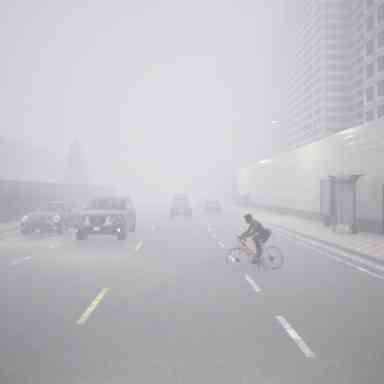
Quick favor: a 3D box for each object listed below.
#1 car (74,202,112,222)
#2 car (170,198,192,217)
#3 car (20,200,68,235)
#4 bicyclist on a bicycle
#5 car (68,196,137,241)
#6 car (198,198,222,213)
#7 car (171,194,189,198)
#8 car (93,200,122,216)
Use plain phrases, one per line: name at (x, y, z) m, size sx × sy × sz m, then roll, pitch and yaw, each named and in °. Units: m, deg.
car at (-7.987, 1.564, 27.170) m, size 1.994 × 1.385 × 4.181 m, roll 0°, pitch 0°, yaw -2°
car at (-1.025, 1.564, 30.929) m, size 1.994 × 1.385 × 4.181 m, roll 0°, pitch 0°, yaw -2°
car at (-7.764, 1.352, 18.794) m, size 2.097 × 1.767 × 4.553 m, roll 0°, pitch 0°, yaw -2°
bicyclist on a bicycle at (1.784, 1.451, 9.528) m, size 1.656 × 1.620 × 0.582 m, roll -1°, pitch 0°, yaw -2°
car at (-4.180, 1.221, 17.000) m, size 2.150 × 2.045 × 5.566 m, roll 0°, pitch 0°, yaw -2°
car at (2.221, 1.491, 37.716) m, size 2.128 × 1.511 × 4.902 m, roll 0°, pitch 0°, yaw -2°
car at (-1.498, 1.222, 43.631) m, size 2.150 × 2.045 × 5.566 m, roll 0°, pitch 0°, yaw -4°
car at (-8.255, 1.564, 32.873) m, size 1.994 × 1.385 × 4.181 m, roll 0°, pitch 0°, yaw -2°
